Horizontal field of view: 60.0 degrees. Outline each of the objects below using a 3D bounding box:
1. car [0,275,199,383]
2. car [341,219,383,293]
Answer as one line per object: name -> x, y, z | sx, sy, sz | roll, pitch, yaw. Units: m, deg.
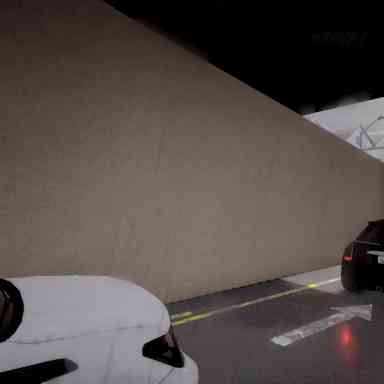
car -> -2.606, 1.221, 1.930 | 5.566, 2.045, 2.150 | 0, 0, -35
car -> 5.489, 1.352, 7.679 | 4.553, 1.767, 2.097 | 0, 0, -36
